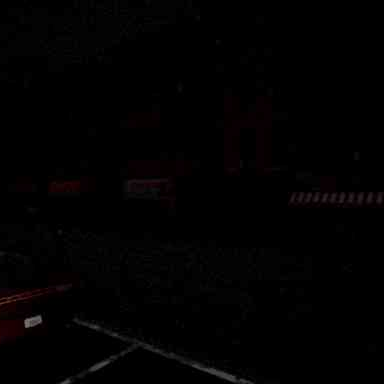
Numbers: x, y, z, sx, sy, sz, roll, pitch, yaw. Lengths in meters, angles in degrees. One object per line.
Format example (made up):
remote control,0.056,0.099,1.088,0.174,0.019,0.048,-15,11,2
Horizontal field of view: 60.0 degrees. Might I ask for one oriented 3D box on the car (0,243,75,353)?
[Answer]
car,-3.845,1.515,5.569,4.507,1.381,1.887,0,-1,36
